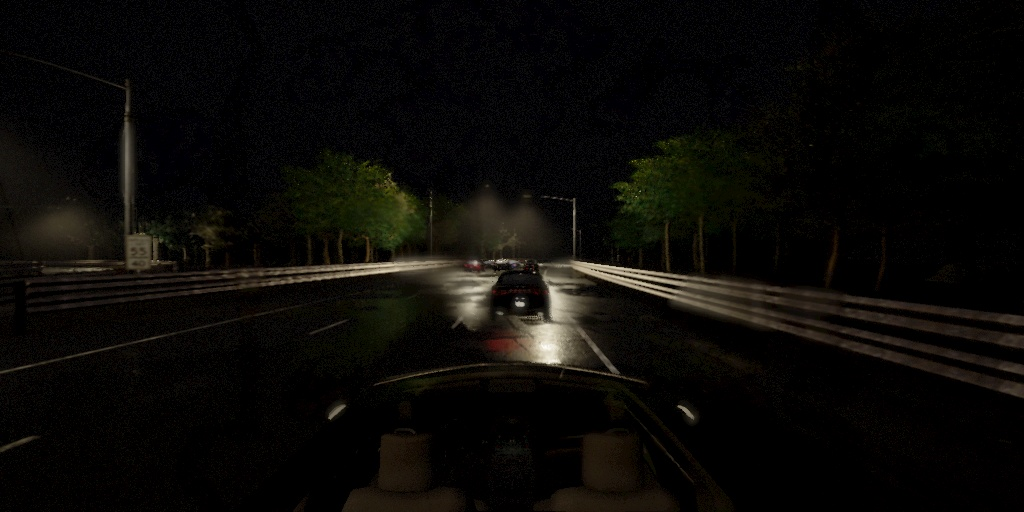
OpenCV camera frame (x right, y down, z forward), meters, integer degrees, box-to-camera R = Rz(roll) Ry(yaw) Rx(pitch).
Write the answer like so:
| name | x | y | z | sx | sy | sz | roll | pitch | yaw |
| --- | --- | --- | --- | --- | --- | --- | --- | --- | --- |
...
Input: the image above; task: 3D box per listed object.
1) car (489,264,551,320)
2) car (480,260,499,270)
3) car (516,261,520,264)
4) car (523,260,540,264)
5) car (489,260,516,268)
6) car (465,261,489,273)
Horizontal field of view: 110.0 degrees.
| name | x | y | z | sx | sy | sz | roll | pitch | yaw |
| --- | --- | --- | --- | --- | --- | --- | --- | --- | --- |
| car | 0.310 | 1.230 | 12.727 | 1.882 | 1.535 | 5.008 | 0 | 0 | 2 |
| car | -3.384 | 1.382 | 55.012 | 1.994 | 1.385 | 4.181 | 0 | 0 | 8 |
| car | 0.138 | 1.369 | 54.937 | 2.033 | 1.411 | 5.357 | 0 | 0 | 8 |
| car | 2.428 | 1.298 | 44.871 | 1.837 | 1.490 | 4.892 | 0 | 0 | 7 |
| car | -1.103 | 1.281 | 44.786 | 2.128 | 1.511 | 4.902 | 0 | 0 | 7 |
| car | -4.591 | 1.350 | 45.078 | 1.994 | 1.385 | 4.181 | 0 | 0 | 7 |
